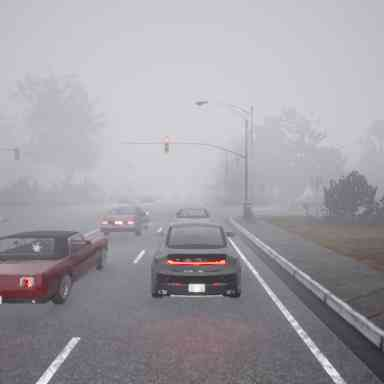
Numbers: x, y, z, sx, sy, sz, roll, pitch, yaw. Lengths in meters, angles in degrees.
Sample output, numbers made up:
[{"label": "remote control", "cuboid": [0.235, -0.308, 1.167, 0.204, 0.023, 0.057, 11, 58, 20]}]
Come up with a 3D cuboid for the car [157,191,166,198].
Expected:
[{"label": "car", "cuboid": [-7.715, 0.584, 84.677, 2.097, 1.767, 4.553, 0, 1, -3]}]

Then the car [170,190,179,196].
[{"label": "car", "cuboid": [-4.986, 0.266, 94.854, 2.097, 1.767, 4.553, 0, 1, -7]}]

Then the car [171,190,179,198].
[{"label": "car", "cuboid": [-4.217, 0.748, 84.807, 2.128, 1.511, 4.902, 0, 1, -4]}]

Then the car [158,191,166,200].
[{"label": "car", "cuboid": [-7.231, 0.960, 69.535, 2.128, 1.511, 4.902, 0, 1, -1]}]

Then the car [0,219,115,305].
[{"label": "car", "cuboid": [-3.420, 1.570, 7.965, 1.895, 1.301, 4.718, 0, 0, 0]}]

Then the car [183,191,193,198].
[{"label": "car", "cuboid": [-0.745, 0.768, 85.347, 1.994, 1.385, 4.181, 0, 1, -4]}]

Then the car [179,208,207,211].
[{"label": "car", "cuboid": [0.064, 1.493, 17.742, 1.895, 1.301, 4.718, 0, 0, 0]}]

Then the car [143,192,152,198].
[{"label": "car", "cuboid": [-11.183, 0.791, 84.057, 1.994, 1.385, 4.181, 0, 1, -3]}]

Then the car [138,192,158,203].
[{"label": "car", "cuboid": [-7.231, 1.145, 54.917, 1.994, 1.385, 4.181, 0, 0, 0]}]

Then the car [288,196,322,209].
[{"label": "car", "cuboid": [13.632, 1.210, 38.484, 4.902, 1.511, 2.128, 0, 0, -3]}]

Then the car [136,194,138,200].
[{"label": "car", "cuboid": [-10.718, 0.985, 68.710, 2.033, 1.411, 5.357, 0, 1, -1]}]

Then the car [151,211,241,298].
[{"label": "car", "cuboid": [0.080, 1.472, 8.429, 1.837, 1.490, 4.892, 0, 0, 0]}]

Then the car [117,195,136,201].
[{"label": "car", "cuboid": [-10.729, 1.194, 53.514, 1.895, 1.301, 4.718, 0, 0, 0]}]

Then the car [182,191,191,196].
[{"label": "car", "cuboid": [-1.506, 0.447, 95.224, 2.033, 1.411, 5.357, 0, 1, -7]}]

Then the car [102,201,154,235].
[{"label": "car", "cuboid": [-3.462, 1.439, 17.835, 2.033, 1.411, 5.357, 0, 0, -1]}]
